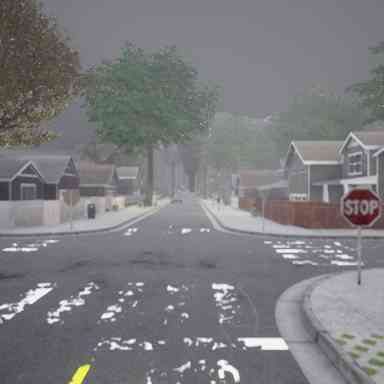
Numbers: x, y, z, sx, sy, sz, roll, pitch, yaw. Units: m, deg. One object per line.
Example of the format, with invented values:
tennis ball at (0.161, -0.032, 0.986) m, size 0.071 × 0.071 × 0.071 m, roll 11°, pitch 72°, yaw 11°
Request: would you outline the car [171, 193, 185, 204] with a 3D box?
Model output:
car at (-2.667, 1.317, 58.633) m, size 1.994 × 1.385 × 4.181 m, roll 0°, pitch 0°, yaw 0°
